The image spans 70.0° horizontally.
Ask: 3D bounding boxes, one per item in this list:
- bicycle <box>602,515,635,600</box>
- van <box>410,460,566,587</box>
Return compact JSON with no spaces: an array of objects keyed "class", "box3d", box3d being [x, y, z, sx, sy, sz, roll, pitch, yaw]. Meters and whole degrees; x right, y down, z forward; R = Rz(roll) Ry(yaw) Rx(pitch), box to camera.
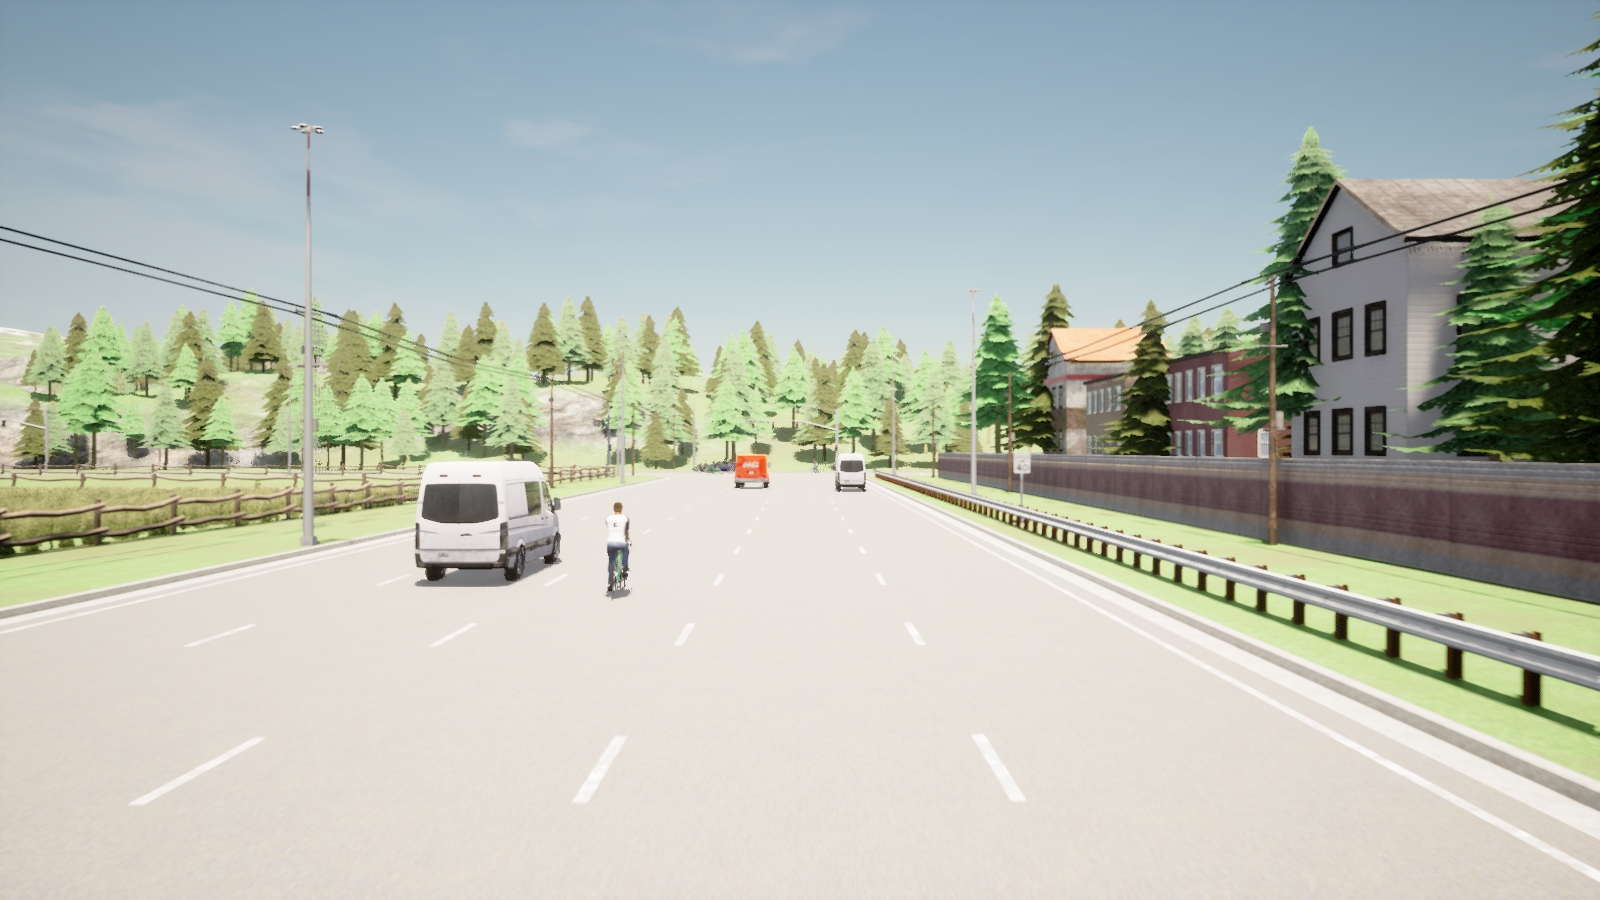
[{"class":"bicycle","box3d":[-3.501,2.056,22.088,0.373,1.496,1.643,0,0,0]},{"class":"van","box3d":[-6.998,1.534,26.374,1.988,2.561,5.915,0,0,0]}]
